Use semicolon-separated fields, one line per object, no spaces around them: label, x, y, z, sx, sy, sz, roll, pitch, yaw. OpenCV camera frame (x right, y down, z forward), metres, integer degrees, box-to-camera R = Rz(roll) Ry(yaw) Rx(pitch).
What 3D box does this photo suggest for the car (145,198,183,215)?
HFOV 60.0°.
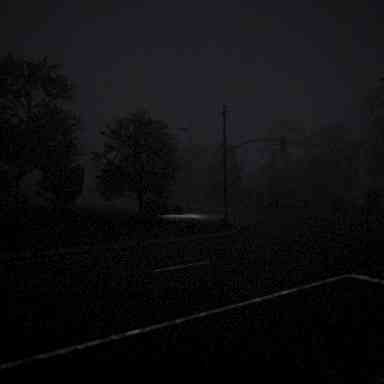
car;-2.872;1.404;33.765;1.882;1.535;5.008;-1;1;-38
